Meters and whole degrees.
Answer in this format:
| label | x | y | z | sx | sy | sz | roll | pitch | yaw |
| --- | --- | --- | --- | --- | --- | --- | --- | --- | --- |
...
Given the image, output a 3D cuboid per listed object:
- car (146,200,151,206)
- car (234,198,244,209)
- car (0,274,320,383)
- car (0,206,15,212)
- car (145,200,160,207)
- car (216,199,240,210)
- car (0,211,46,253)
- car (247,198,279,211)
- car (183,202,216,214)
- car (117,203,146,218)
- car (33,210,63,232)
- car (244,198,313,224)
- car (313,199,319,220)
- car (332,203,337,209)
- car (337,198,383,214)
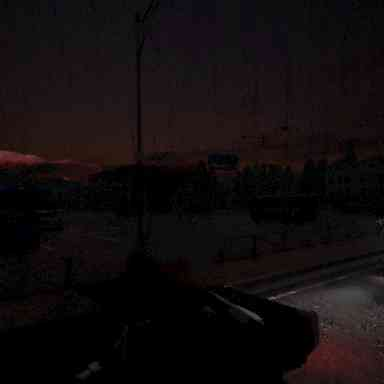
| label | x | y | z | sx | sy | sz | roll | pitch | yaw |
| --- | --- | --- | --- | --- | --- | --- | --- | --- | --- |
| car | -11.199 | 3.295 | 87.430 | 4.611 | 1.667 | 2.242 | 0 | -1 | -37 |
| car | 8.873 | 2.046 | 60.007 | 1.905 | 1.878 | 3.866 | 0 | -1 | -37 |
| car | -0.829 | 1.686 | 3.360 | 4.718 | 1.301 | 1.895 | 0 | -1 | -37 |
| car | -21.424 | 2.414 | 37.764 | 2.152 | 1.636 | 5.027 | 0 | -1 | -37 |
| car | -11.159 | 3.258 | 94.564 | 3.866 | 1.878 | 1.905 | 0 | -1 | -37 |
| car | 5.858 | 2.354 | 58.482 | 1.970 | 1.475 | 3.806 | 0 | -1 | -37 |
| car | -8.177 | 1.815 | 15.082 | 1.845 | 1.501 | 3.633 | 0 | -1 | -37 |
| car | 11.000 | 1.879 | 51.751 | 1.932 | 1.855 | 4.605 | 0 | -1 | -37 |
| car | 0.643 | 2.130 | 44.796 | 2.007 | 1.523 | 4.514 | 0 | -1 | -37 |
| car | -7.349 | 2.180 | 38.797 | 1.845 | 1.501 | 3.633 | 0 | -1 | -37 |
| car | -10.278 | 2.002 | 22.796 | 1.970 | 1.475 | 3.806 | 0 | -1 | -37 |
| car | 6.718 | 1.485 | 26.195 | 1.932 | 1.855 | 4.605 | 0 | -1 | -37 |
| car | 8.785 | 1.467 | 28.278 | 1.905 | 1.878 | 3.866 | 0 | -1 | -37 |
| car | 22.578 | 1.811 | 47.957 | 2.007 | 1.523 | 4.514 | 0 | -1 | -37 |
| car | 18.987 | 1.510 | 35.999 | 2.152 | 1.636 | 5.027 | 0 | -1 | -37 |
